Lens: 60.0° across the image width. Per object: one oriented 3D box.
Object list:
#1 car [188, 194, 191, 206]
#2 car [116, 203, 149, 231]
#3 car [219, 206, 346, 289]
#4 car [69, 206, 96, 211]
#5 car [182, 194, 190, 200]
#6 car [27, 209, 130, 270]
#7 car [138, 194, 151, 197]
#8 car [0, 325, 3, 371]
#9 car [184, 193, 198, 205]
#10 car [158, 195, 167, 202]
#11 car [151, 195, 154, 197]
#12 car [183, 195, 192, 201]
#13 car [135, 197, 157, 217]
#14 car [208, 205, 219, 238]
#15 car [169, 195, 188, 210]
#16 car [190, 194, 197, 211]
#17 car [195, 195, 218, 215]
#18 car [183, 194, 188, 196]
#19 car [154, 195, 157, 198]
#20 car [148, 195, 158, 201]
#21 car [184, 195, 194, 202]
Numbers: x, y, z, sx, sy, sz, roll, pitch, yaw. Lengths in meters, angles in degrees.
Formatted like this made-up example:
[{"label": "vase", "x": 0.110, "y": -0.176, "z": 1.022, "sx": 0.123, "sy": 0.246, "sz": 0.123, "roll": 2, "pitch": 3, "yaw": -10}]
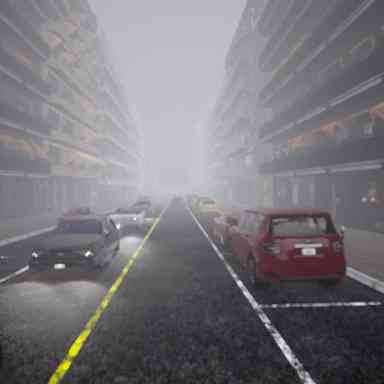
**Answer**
[{"label": "car", "x": 0.082, "y": 1.220, "z": 54.378, "sx": 2.192, "sy": 1.841, "sz": 5.009, "roll": -1, "pitch": 0, "yaw": -3}, {"label": "car", "x": -4.049, "y": 1.598, "z": 20.887, "sx": 1.895, "sy": 1.301, "sz": 4.718, "roll": 0, "pitch": 0, "yaw": -3}, {"label": "car", "x": 2.253, "y": 1.286, "z": 9.116, "sx": 2.192, "sy": 1.841, "sz": 5.009, "roll": -1, "pitch": 0, "yaw": -3}, {"label": "car", "x": -6.618, "y": 1.562, "z": 19.971, "sx": 1.887, "sy": 1.381, "sz": 4.507, "roll": -1, "pitch": 0, "yaw": -3}, {"label": "car", "x": -1.778, "y": 1.386, "z": 93.986, "sx": 1.947, "sy": 1.339, "sz": 4.313, "roll": -1, "pitch": 0, "yaw": -3}, {"label": "car", "x": -3.600, "y": 1.557, "z": 11.376, "sx": 2.033, "sy": 1.411, "sz": 5.357, "roll": 0, "pitch": 0, "yaw": -3}, {"label": "car", "x": -8.247, "y": 1.511, "z": 53.920, "sx": 1.887, "sy": 1.381, "sz": 4.507, "roll": -1, "pitch": 0, "yaw": -3}, {"label": "car", "x": -3.137, "y": 1.372, "z": 1.870, "sx": 2.097, "sy": 1.767, "sz": 4.553, "roll": 0, "pitch": 0, "yaw": -3}, {"label": "car", "x": -0.190, "y": 1.209, "z": 60.036, "sx": 2.192, "sy": 1.841, "sz": 5.009, "roll": -1, "pitch": 0, "yaw": -3}, {"label": "car", "x": -6.545, "y": 1.394, "z": 74.833, "sx": 2.128, "sy": 1.511, "sz": 4.902, "roll": 0, "pitch": 0, "yaw": -3}, {"label": "car", "x": -8.524, "y": 1.271, "z": 59.576, "sx": 2.192, "sy": 1.841, "sz": 5.009, "roll": -1, "pitch": 0, "yaw": -3}, {"label": "car", "x": -0.992, "y": 1.425, "z": 77.011, "sx": 1.947, "sy": 1.339, "sz": 4.313, "roll": -1, "pitch": 0, "yaw": -3}, {"label": "car", "x": -4.497, "y": 1.508, "z": 30.904, "sx": 1.812, "sy": 1.442, "sz": 4.674, "roll": 0, "pitch": 0, "yaw": -2}, {"label": "car", "x": 1.988, "y": 1.508, "z": 14.774, "sx": 1.887, "sy": 1.381, "sz": 4.507, "roll": -1, "pitch": 0, "yaw": -3}, {"label": "car", "x": -1.859, "y": 1.448, "z": 41.876, "sx": 1.837, "sy": 1.490, "sz": 4.892, "roll": 0, "pitch": 0, "yaw": -3}, {"label": "car", "x": 1.238, "y": 1.277, "z": 40.159, "sx": 2.097, "sy": 1.767, "sz": 4.553, "roll": 0, "pitch": 0, "yaw": -3}, {"label": "car", "x": 1.601, "y": 1.391, "z": 33.387, "sx": 1.801, "sy": 1.575, "sz": 5.366, "roll": 0, "pitch": 0, "yaw": -3}, {"label": "car", "x": -2.236, "y": 1.280, "z": 51.019, "sx": 2.097, "sy": 1.767, "sz": 4.553, "roll": 0, "pitch": 0, "yaw": -7}, {"label": "car", "x": -9.061, "y": 1.478, "z": 70.893, "sx": 1.887, "sy": 1.381, "sz": 4.507, "roll": -1, "pitch": 0, "yaw": -3}, {"label": "car", "x": -9.604, "y": 1.474, "z": 82.211, "sx": 1.947, "sy": 1.339, "sz": 4.313, "roll": -1, "pitch": 0, "yaw": -3}, {"label": "car", "x": -0.727, "y": 1.416, "z": 71.353, "sx": 1.887, "sy": 1.381, "sz": 4.507, "roll": -1, "pitch": 0, "yaw": -3}]
